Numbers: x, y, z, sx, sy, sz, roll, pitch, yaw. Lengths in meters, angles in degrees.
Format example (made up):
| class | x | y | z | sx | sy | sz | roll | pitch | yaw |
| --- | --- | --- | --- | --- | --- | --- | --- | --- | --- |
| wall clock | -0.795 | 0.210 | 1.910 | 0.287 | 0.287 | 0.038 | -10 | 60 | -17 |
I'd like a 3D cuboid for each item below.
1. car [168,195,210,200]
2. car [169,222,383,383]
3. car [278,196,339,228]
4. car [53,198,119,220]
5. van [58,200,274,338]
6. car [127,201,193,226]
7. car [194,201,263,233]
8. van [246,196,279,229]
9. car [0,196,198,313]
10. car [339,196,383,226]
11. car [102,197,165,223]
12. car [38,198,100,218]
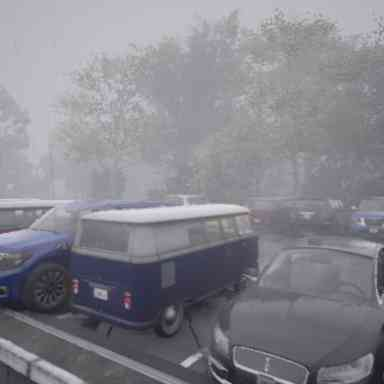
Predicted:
| class | x | y | z | sx | sy | sz | roll | pitch | yaw |
| --- | --- | --- | --- | --- | --- | --- | --- | --- | --- |
| car | 0.130 | 1.207 | 22.555 | 2.435 | 2.045 | 5.566 | 0 | 0 | 35 |
| car | 2.097 | 1.511 | 5.084 | 2.231 | 1.521 | 4.892 | 0 | 0 | 35 |
| car | 6.917 | 1.248 | 17.731 | 2.435 | 2.045 | 5.566 | 0 | 0 | 35 |
| car | -9.046 | 1.400 | 28.812 | 1.946 | 1.575 | 5.366 | 0 | 0 | 35 |
| van | -0.127 | 1.277 | 6.800 | 1.878 | 1.987 | 4.442 | 0 | 0 | 35 |
| car | -2.167 | 1.474 | 24.116 | 2.163 | 1.488 | 4.792 | 0 | 0 | 35 |
| car | 2.483 | 1.469 | 21.075 | 1.946 | 1.575 | 5.366 | 0 | 0 | 35 |
| van | 4.705 | 1.260 | 19.411 | 1.878 | 1.987 | 4.442 | 0 | 0 | 35 |
| car | -2.494 | 1.238 | 8.304 | 2.435 | 2.045 | 5.566 | 0 | 0 | 35 |
| car | 9.148 | 1.257 | 16.077 | 2.435 | 2.045 | 5.566 | 0 | 0 | 35 |
| car | -4.396 | 1.305 | 25.773 | 2.185 | 1.767 | 4.553 | 0 | 0 | 35 |
| car | -11.199 | 1.391 | 30.576 | 2.231 | 1.521 | 4.892 | 0 | 0 | 35 |
